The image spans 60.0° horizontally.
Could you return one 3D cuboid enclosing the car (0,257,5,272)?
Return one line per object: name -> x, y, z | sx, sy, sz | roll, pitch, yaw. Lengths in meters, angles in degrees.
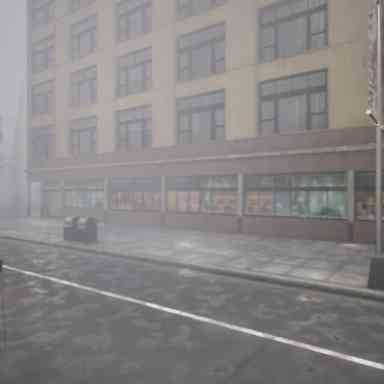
car -> -7.128, 1.546, 8.977 | 5.357, 1.411, 2.033 | 0, 0, 36
